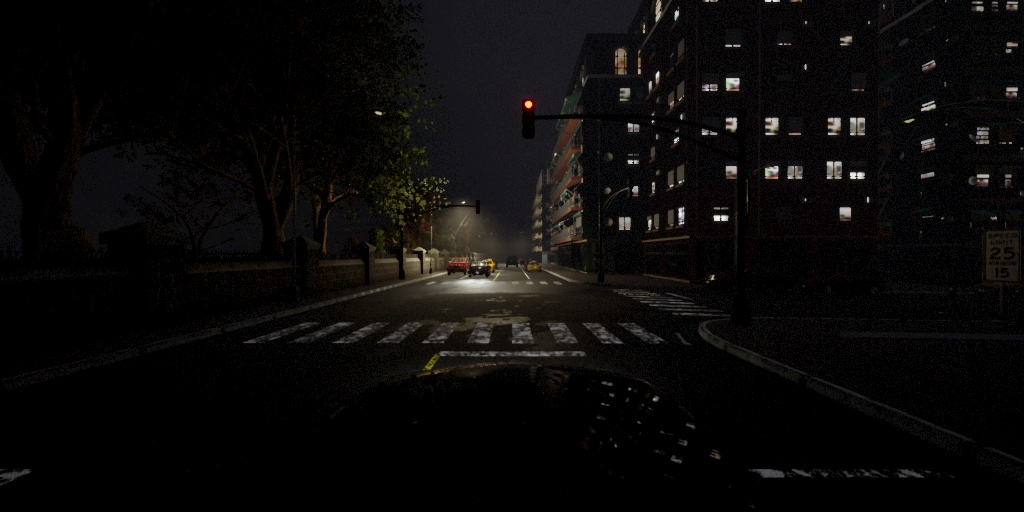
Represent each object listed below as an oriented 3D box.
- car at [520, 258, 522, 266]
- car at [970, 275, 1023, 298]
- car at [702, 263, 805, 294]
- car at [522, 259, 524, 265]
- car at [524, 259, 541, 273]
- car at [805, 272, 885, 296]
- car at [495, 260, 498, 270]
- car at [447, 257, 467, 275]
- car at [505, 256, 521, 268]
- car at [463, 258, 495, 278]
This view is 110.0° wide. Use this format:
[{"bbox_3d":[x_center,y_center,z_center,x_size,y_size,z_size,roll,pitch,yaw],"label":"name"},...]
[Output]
[{"bbox_3d":[2.711,1.316,55.382,2.007,1.370,4.403,0,0,0],"label":"car"},{"bbox_3d":[31.523,1.857,22.233,4.829,1.417,1.751,0,0,0],"label":"car"},{"bbox_3d":[14.607,1.338,22.186,5.009,1.841,2.192,0,0,0],"label":"car"},{"bbox_3d":[2.709,1.306,49.846,1.888,1.381,4.507,0,0,0],"label":"car"},{"bbox_3d":[2.707,1.283,44.481,1.751,1.417,4.829,0,0,0],"label":"car"},{"bbox_3d":[20.302,1.671,22.202,4.507,1.381,1.888,0,0,0],"label":"car"},{"bbox_3d":[-3.074,1.235,44.219,1.882,1.535,5.008,0,0,0],"label":"car"},{"bbox_3d":[-5.675,1.069,38.778,2.192,1.841,5.009,0,0,0],"label":"car"},{"bbox_3d":[0.025,0.993,63.707,2.150,2.045,5.566,0,0,0],"label":"car"},{"bbox_3d":[-3.074,1.245,34.718,2.128,1.511,4.902,0,0,0],"label":"car"}]
